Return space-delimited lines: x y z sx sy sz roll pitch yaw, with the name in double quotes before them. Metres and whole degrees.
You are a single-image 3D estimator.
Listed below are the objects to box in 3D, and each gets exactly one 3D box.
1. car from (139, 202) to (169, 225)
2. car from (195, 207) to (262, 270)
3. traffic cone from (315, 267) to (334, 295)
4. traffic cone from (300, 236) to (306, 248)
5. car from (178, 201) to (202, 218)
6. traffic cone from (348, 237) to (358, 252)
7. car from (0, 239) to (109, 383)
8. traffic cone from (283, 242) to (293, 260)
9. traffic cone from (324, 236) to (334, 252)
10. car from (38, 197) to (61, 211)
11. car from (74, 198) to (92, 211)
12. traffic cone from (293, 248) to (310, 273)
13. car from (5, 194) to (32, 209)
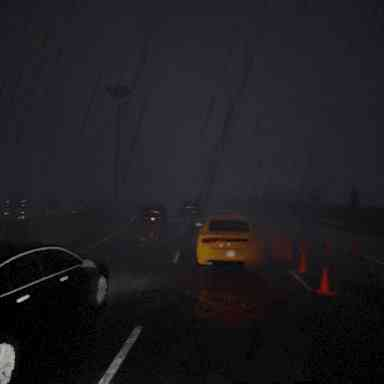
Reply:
"car" -2.774 1.501 24.097 1.837 1.490 4.892 2 0 -5
"car" 1.155 1.528 11.422 1.882 1.535 5.008 1 0 2
"traffic cone" 3.089 2.038 7.734 0.340 0.580 0.340 1 0 5
"traffic cone" 4.570 2.083 13.633 0.340 0.580 0.340 1 0 5
"car" -0.193 1.558 31.266 2.128 1.511 4.902 1 0 -9
"traffic cone" 6.563 2.125 13.472 0.340 0.580 0.340 1 0 5
"car" -2.753 1.458 4.917 1.837 1.490 4.892 1 0 6
"traffic cone" 3.412 2.054 11.721 0.340 0.580 0.340 1 0 5
"traffic cone" 5.566 2.104 13.553 0.340 0.580 0.340 1 0 5
"car" -15.881 1.296 37.335 2.033 1.411 5.357 1 0 -15
"car" -12.660 1.367 38.804 2.033 1.411 5.357 1 0 -15
"traffic cone" 3.250 2.046 9.727 0.340 0.580 0.340 1 0 5
"car" -19.793 1.019 38.141 2.097 1.767 4.553 1 0 -17
